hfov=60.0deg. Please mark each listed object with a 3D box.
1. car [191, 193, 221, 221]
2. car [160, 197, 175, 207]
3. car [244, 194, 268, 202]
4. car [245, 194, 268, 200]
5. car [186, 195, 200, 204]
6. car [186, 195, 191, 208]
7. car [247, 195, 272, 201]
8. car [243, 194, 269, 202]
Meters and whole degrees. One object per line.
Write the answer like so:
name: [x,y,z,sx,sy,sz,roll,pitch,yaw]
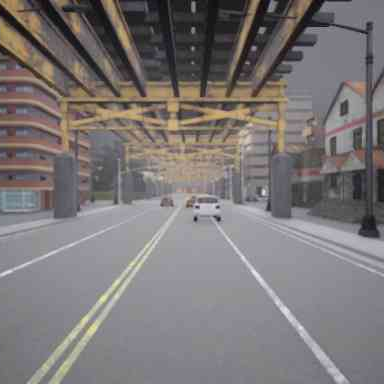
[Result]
car: [1.188,1.294,27.772,2.150,2.045,5.566,0,0,0]
car: [-3.582,1.483,49.122,1.812,1.442,4.674,0,0,0]
car: [13.174,1.295,65.563,4.974,1.542,2.038,0,0,-20]
car: [13.542,1.108,69.700,4.536,1.218,1.853,0,0,25]
car: [0.112,1.347,61.695,1.882,1.535,5.008,0,0,-10]
car: [0.124,1.534,47.364,1.994,1.385,4.181,0,0,-1]
car: [13.223,1.137,65.580,4.536,1.218,1.853,0,0,-20]
car: [13.495,1.266,69.722,4.974,1.542,2.038,0,0,25]
